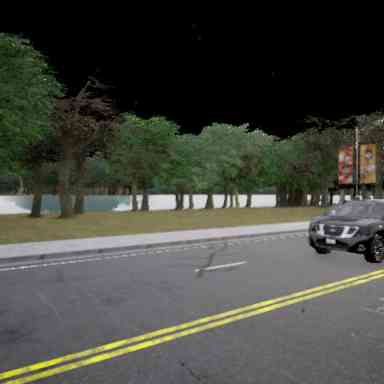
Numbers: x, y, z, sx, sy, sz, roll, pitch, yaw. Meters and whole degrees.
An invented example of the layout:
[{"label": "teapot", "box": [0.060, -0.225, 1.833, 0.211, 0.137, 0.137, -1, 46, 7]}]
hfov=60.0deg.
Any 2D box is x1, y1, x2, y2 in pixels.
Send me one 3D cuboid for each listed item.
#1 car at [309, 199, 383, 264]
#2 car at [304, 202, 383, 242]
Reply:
[{"label": "car", "box": [6.817, 1.293, 12.515, 5.566, 2.045, 2.150, 1, 0, -35]}, {"label": "car", "box": [8.205, 1.443, 17.469, 4.553, 1.767, 2.097, 0, 0, -35]}]
